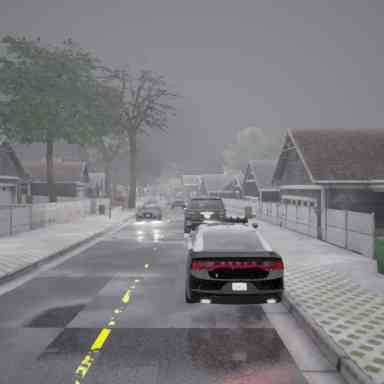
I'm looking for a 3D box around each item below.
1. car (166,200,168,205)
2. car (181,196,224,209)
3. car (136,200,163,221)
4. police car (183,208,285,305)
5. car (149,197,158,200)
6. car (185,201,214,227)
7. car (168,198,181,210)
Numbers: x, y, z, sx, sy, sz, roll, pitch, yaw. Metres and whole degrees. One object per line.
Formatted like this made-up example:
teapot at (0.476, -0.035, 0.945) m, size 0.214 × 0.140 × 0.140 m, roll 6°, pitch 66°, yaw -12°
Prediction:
car at (-3.749, 1.853, 61.872) m, size 2.033 × 1.411 × 5.357 m, roll 0°, pitch -1°, yaw -8°
car at (0.641, 1.250, 18.288) m, size 2.150 × 2.045 × 5.566 m, roll 0°, pitch 0°, yaw -2°
car at (-3.439, 1.614, 27.233) m, size 1.994 × 1.385 × 4.181 m, roll 0°, pitch 0°, yaw -3°
police car at (0.807, 1.430, 8.315) m, size 1.930 × 1.638 × 5.238 m, roll 0°, pitch 0°, yaw 0°
car at (-8.998, 1.987, 77.409) m, size 2.128 × 1.511 × 4.902 m, roll 0°, pitch -1°, yaw -10°
car at (0.417, 1.494, 24.476) m, size 1.801 × 1.575 × 5.366 m, roll 0°, pitch 0°, yaw -2°
car at (-2.003, 1.663, 46.832) m, size 1.837 × 1.490 × 4.892 m, roll 0°, pitch 0°, yaw -5°
